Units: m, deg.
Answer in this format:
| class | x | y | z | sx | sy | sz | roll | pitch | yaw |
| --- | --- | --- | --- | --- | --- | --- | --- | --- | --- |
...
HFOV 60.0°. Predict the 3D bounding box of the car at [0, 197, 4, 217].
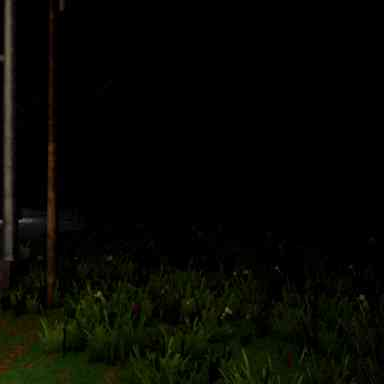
| class | x | y | z | sx | sy | sz | roll | pitch | yaw |
| --- | --- | --- | --- | --- | --- | --- | --- | --- | --- |
| car | -16.527 | 1.451 | 28.692 | 1.882 | 1.535 | 5.008 | 0 | 0 | -35 |
